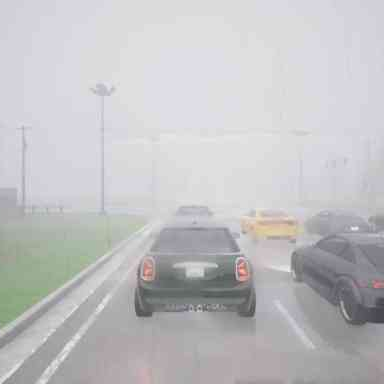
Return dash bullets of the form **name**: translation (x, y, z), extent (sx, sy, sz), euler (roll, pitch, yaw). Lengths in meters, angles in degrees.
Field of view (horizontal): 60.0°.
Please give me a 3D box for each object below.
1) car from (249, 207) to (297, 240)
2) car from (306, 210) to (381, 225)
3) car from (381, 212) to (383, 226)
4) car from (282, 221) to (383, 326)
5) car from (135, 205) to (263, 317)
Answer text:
- **car**: translation (3.586, 1.475, 16.036), extent (1.882, 1.535, 5.008), euler (0, 0, 0)
- **car**: translation (7.085, 1.562, 16.460), extent (1.994, 1.385, 4.181), euler (0, 0, 0)
- **car**: translation (10.586, 1.489, 16.411), extent (2.128, 1.511, 4.902), euler (0, 0, 0)
- **car**: translation (3.565, 1.563, 7.075), extent (1.994, 1.385, 4.181), euler (0, 0, 0)
- **car**: translation (0.064, 1.351, 7.606), extent (2.097, 1.767, 4.553), euler (0, 0, 0)
